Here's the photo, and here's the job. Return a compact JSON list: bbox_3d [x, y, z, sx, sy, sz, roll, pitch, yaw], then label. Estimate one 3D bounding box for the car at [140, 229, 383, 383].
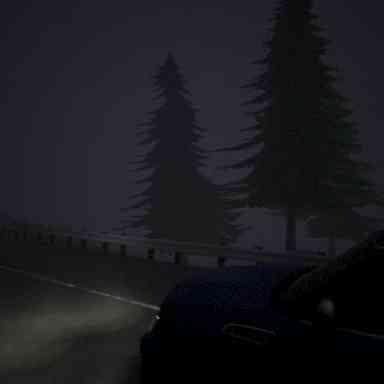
[{"bbox_3d":[2.138,1.219,2.467,5.566,2.045,2.150,0,0,36],"label":"car"}]
